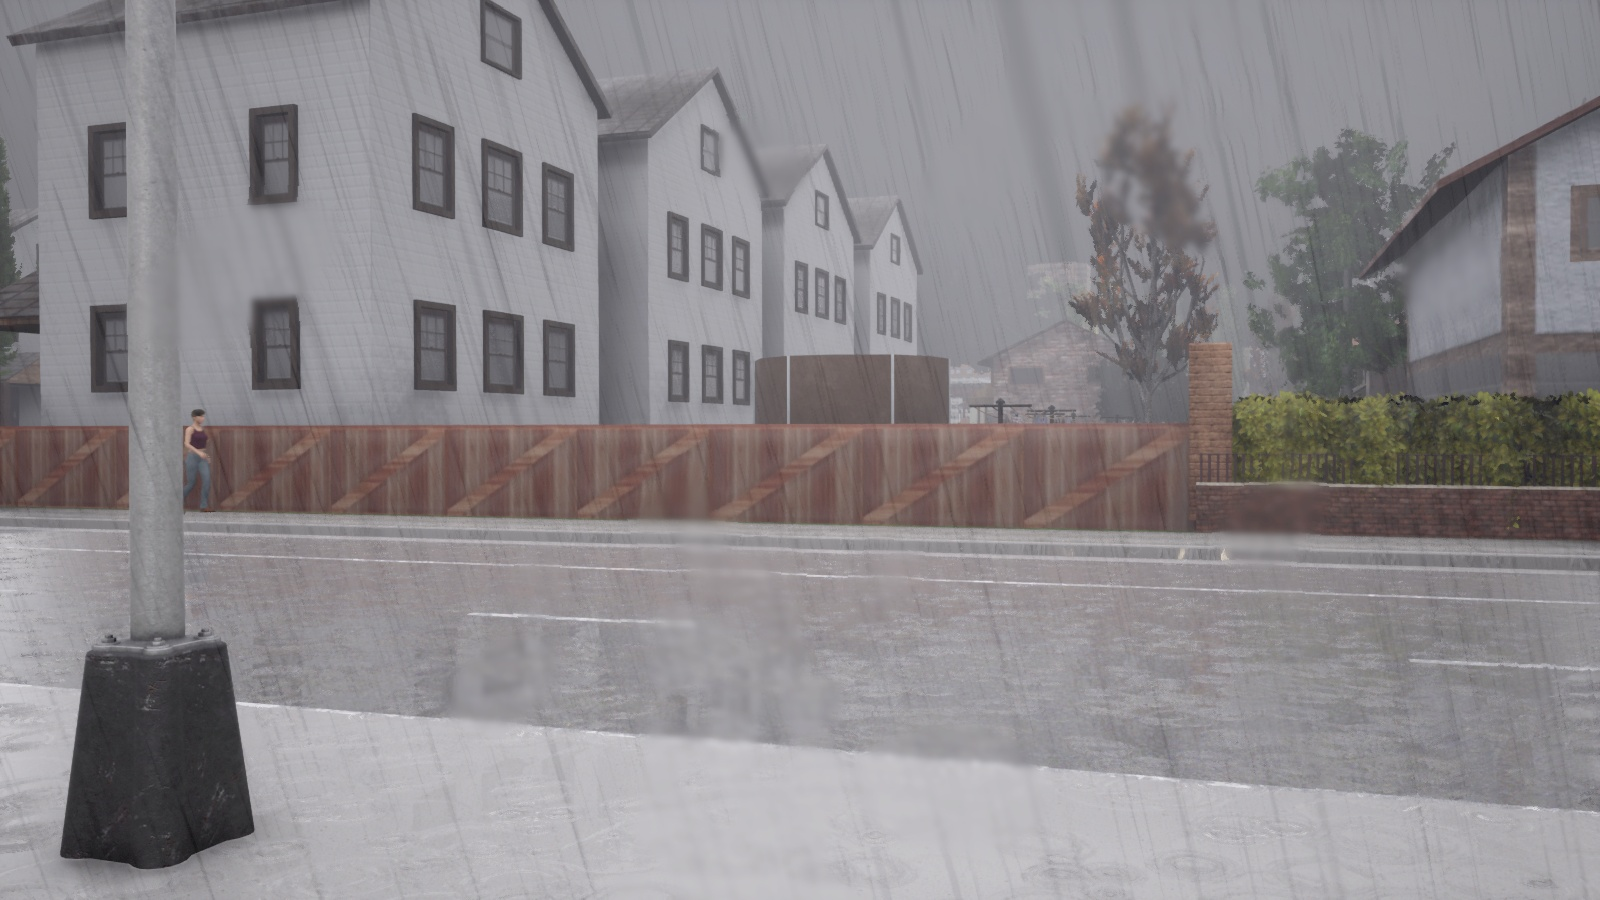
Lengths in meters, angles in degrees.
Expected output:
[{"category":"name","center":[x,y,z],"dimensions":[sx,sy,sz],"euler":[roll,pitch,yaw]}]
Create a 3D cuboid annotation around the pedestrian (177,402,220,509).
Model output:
[{"category":"pedestrian","center":[-10.427,0.094,21.768],"dimensions":[0.594,1.836,0.345],"euler":[1,1,19]}]
